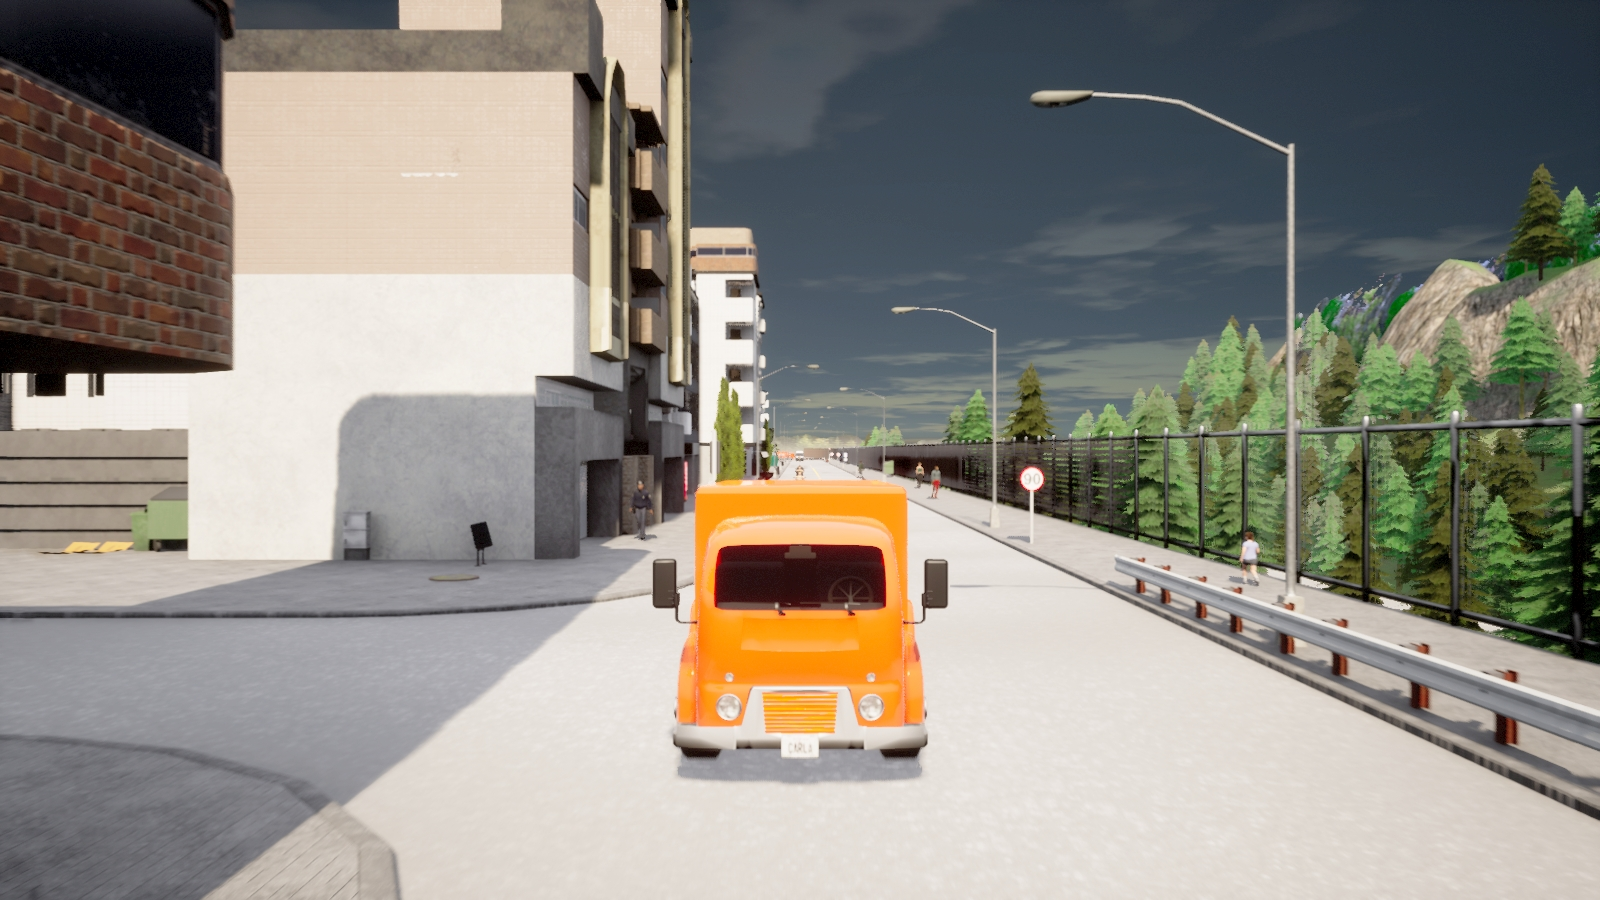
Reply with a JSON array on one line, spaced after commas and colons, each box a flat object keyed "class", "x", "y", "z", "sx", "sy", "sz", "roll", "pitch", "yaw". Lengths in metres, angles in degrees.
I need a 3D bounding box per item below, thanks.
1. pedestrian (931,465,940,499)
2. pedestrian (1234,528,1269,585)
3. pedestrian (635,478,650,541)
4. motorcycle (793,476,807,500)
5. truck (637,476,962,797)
[{"class": "pedestrian", "x": 7.371, "y": 1.745, "z": 62.053, "sx": 0.375, "sy": 1.860, "sz": 0.375, "roll": 0, "pitch": 0, "yaw": -13}, {"class": "pedestrian", "x": 9.012, "y": 2.125, "z": 22.819, "sx": 0.500, "sy": 1.100, "sz": 0.500, "roll": 0, "pitch": 0, "yaw": -1}, {"class": "pedestrian", "x": -4.637, "y": 1.746, "z": 33.639, "sx": 0.375, "sy": 1.860, "sz": 0.375, "roll": 0, "pitch": 0, "yaw": 3}, {"class": "motorcycle", "x": -0.008, "y": 2.154, "z": 65.362, "sx": 0.764, "sy": 1.307, "sz": 2.356, "roll": 0, "pitch": 0, "yaw": 0}, {"class": "truck", "x": 0.014, "y": 1.568, "z": 11.837, "sx": 2.627, "sy": 2.467, "sz": 5.204, "roll": 0, "pitch": 0, "yaw": 0}]
